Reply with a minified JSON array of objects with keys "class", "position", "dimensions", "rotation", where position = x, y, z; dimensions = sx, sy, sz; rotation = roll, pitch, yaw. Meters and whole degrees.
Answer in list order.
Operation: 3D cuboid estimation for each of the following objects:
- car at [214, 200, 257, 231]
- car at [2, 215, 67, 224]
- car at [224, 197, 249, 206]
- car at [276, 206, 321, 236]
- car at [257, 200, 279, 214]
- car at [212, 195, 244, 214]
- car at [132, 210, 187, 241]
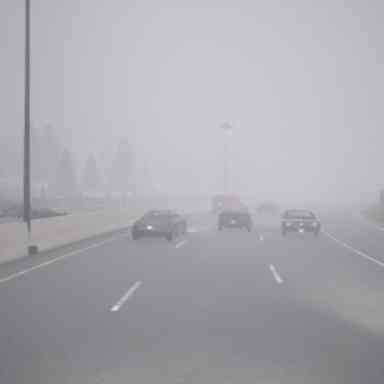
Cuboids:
[{"class":"car","position":[2.849,1.520,20.864],"dimensions":[1.882,1.535,5.008],"rotation":[0,0,13]},{"class":"car","position":[-8.759,1.551,17.937],"dimensions":[2.033,1.411,5.357],"rotation":[0,0,11]},{"class":"car","position":[7.687,1.662,57.261],"dimensions":[2.033,1.411,5.357],"rotation":[0,0,35]},{"class":"car","position":[5.949,1.649,18.779],"dimensions":[1.895,1.301,4.718],"rotation":[0,0,13]},{"class":"car","position":[8.521,1.610,37.118],"dimensions":[1.812,1.442,4.674],"rotation":[0,0,24]},{"class":"car","position":[3.784,1.291,35.006],"dimensions":[2.150,2.045,5.566],"rotation":[0,0,22]},{"class":"car","position":[-1.549,1.587,17.024],"dimensions":[1.994,1.385,4.181],"rotation":[0,0,10]}]
